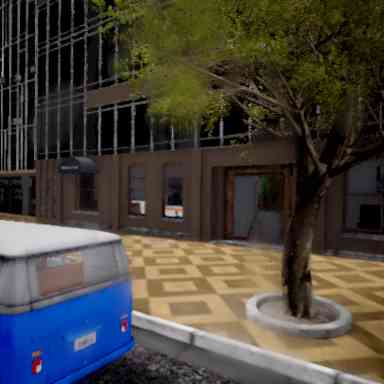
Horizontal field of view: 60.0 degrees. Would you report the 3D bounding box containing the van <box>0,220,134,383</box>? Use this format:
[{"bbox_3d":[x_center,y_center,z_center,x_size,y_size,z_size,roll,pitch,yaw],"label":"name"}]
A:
[{"bbox_3d":[-2.632,1.331,4.582,3.998,1.788,1.690,0,1,36],"label":"van"}]
